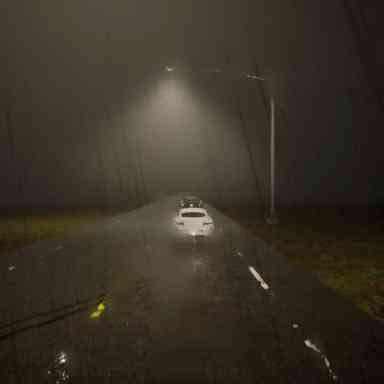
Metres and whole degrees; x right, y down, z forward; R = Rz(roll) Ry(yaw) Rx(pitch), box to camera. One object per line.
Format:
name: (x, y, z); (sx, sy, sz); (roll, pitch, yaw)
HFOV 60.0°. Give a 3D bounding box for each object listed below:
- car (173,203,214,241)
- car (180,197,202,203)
car: (0.048, 1.492, 16.254); (1.812, 1.442, 4.674); (0, 0, 0)
car: (-0.076, 1.271, 32.827); (2.097, 1.767, 4.553); (0, 0, -1)
